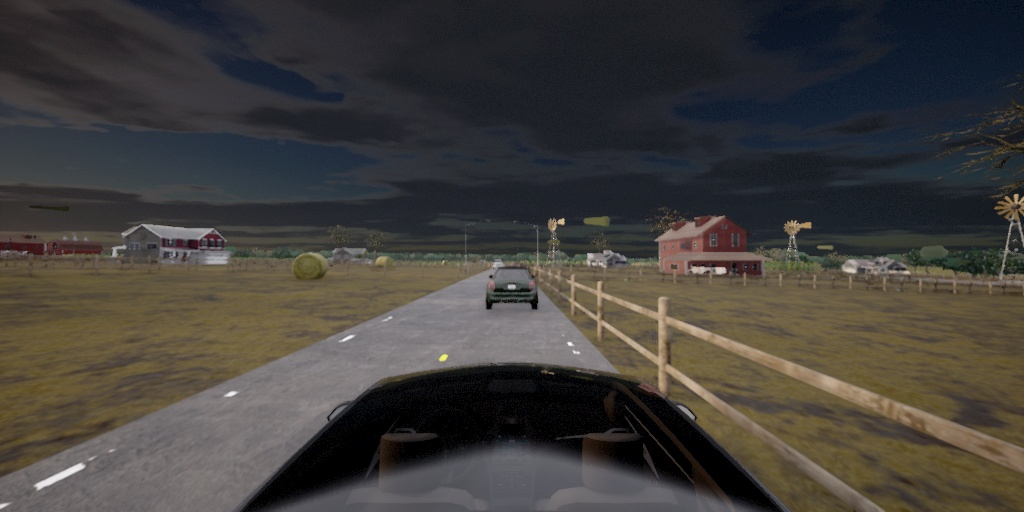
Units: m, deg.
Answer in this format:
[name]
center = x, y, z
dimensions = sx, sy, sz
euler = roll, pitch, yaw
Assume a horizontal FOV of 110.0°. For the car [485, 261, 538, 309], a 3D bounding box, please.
[car]
center = -0.002, 1.236, 15.936
dimensions = 2.097, 1.767, 4.553
euler = 0, -1, 0
